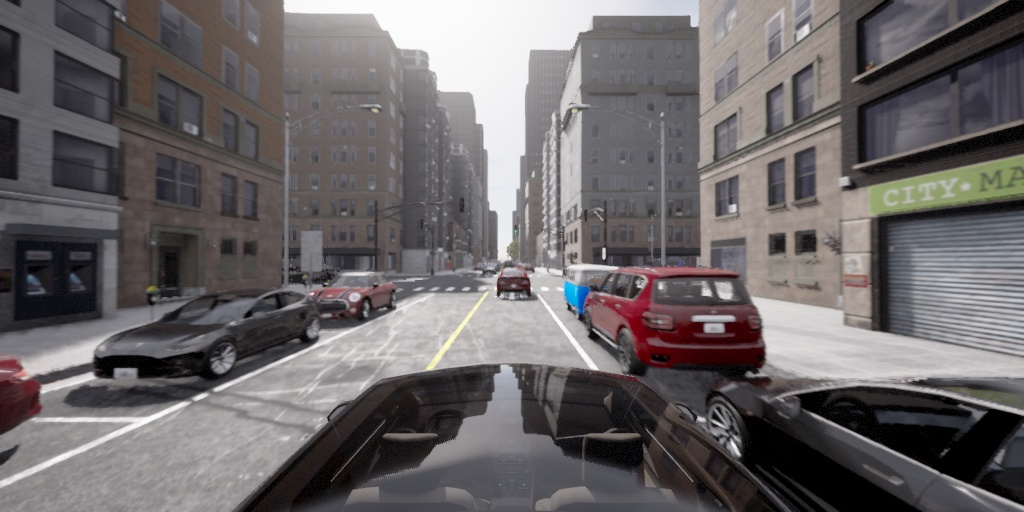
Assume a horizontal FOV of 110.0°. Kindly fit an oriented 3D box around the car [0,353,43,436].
[{"bbox_3d":[-5.669,1.334,1.913,1.802,1.307,4.207,0,0,0],"label":"car"}]

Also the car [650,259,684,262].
[{"bbox_3d":[14.826,1.352,36.513,5.566,2.045,2.150,0,-1,2],"label":"car"}]

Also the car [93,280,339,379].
[{"bbox_3d":[-5.670,1.380,7.438,1.948,1.339,4.313,0,0,0],"label":"car"}]

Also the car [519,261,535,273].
[{"bbox_3d":[2.568,1.837,56.854,1.967,1.591,4.097,0,0,-1],"label":"car"}]

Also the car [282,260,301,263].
[{"bbox_3d":[-18.624,1.340,32.895,5.566,2.045,2.150,0,-1,0],"label":"car"}]

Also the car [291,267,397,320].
[{"bbox_3d":[-5.670,1.316,12.962,1.967,1.591,4.097,0,0,0],"label":"car"}]

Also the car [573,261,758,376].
[{"bbox_3d":[2.856,1.129,7.445,2.192,1.841,5.009,0,0,0],"label":"car"}]

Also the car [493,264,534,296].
[{"bbox_3d":[0.098,1.447,21.186,1.882,1.535,5.008,0,-1,0],"label":"car"}]

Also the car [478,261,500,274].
[{"bbox_3d":[-3.243,1.878,51.493,2.033,1.411,5.357,0,-1,-1],"label":"car"}]

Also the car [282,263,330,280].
[{"bbox_3d":[-17.989,1.582,29.646,4.892,1.490,1.837,0,-1,0],"label":"car"}]

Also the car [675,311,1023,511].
[{"bbox_3d":[2.857,1.318,1.921,1.948,1.339,4.313,0,0,0],"label":"car"}]

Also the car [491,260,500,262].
[{"bbox_3d":[-3.398,1.948,61.711,2.128,1.511,4.902,0,-1,-1],"label":"car"}]

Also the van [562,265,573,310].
[{"bbox_3d":[2.856,1.218,12.968,1.690,1.789,3.998,0,0,0],"label":"van"}]
